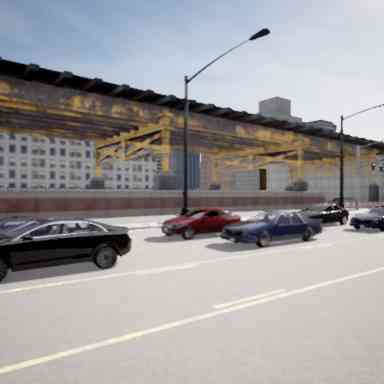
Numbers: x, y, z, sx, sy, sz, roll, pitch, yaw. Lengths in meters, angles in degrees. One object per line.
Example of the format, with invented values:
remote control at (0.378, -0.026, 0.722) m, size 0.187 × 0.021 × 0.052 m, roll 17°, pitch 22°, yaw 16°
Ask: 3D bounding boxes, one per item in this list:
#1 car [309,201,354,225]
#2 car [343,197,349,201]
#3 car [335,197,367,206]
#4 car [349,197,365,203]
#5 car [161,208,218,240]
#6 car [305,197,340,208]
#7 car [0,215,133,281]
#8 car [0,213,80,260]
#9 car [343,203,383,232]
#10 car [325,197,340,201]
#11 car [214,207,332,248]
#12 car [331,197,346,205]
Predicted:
car at (9.101, 1.593, 23.307) m, size 4.892 × 1.490 × 1.837 m, roll 0°, pitch 0°, yaw -35°
car at (24.607, 1.675, 56.017) m, size 2.038 × 1.542 × 4.974 m, roll 0°, pitch 0°, yaw 18°
car at (28.519, 1.699, 59.775) m, size 4.974 × 1.542 × 2.038 m, roll 0°, pitch 0°, yaw -7°
car at (28.468, 1.541, 59.769) m, size 4.536 × 1.218 × 1.853 m, roll 0°, pitch 0°, yaw -7°
car at (0.644, 1.569, 17.331) m, size 4.674 × 1.442 × 1.812 m, roll 0°, pitch 0°, yaw -35°
car at (20.862, 1.655, 53.333) m, size 4.974 × 1.542 × 2.038 m, roll 0°, pitch 0°, yaw 8°
car at (-4.135, 1.500, 9.639) m, size 4.902 × 1.511 × 2.128 m, roll 0°, pitch 0°, yaw -35°
car at (-6.535, 1.570, 12.226) m, size 4.181 × 1.385 × 1.994 m, roll 0°, pitch 0°, yaw -36°
car at (12.247, 1.643, 21.240) m, size 5.357 × 1.411 × 2.033 m, roll 0°, pitch 0°, yaw -35°
car at (20.811, 1.498, 53.341) m, size 4.536 × 1.218 × 1.853 m, roll 0°, pitch 0°, yaw 8°
car at (3.837, 1.598, 15.311) m, size 5.357 × 1.411 × 2.033 m, roll 0°, pitch 0°, yaw -35°
car at (24.624, 1.518, 56.067) m, size 1.853 × 1.218 × 4.536 m, roll 0°, pitch 0°, yaw 18°
